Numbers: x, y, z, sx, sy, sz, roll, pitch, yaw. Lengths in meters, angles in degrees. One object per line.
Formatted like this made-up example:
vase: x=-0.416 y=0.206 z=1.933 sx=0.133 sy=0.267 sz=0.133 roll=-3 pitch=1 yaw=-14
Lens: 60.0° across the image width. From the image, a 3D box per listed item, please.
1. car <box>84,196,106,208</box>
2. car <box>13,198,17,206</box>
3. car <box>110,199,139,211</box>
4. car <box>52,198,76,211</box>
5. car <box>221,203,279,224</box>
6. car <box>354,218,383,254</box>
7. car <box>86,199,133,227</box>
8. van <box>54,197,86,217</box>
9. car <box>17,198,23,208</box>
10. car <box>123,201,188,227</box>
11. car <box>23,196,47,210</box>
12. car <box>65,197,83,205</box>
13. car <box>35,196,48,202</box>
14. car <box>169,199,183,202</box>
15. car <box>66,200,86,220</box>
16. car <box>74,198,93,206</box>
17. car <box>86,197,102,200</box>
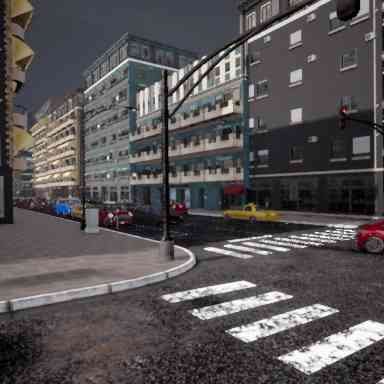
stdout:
car: x=-15.051 y=1.501 z=51.343 sx=1.967 sy=1.590 sz=4.097 roll=-1 pitch=1 yaw=-35
car: x=-31.511 y=1.782 z=59.998 sx=1.887 sy=1.381 sz=4.507 roll=-1 pitch=1 yaw=-35
car: x=-8.623 y=1.581 z=42.332 sx=2.008 sy=1.369 sz=4.403 roll=-1 pitch=1 yaw=-35
car: x=-17.053 y=1.637 z=44.263 sx=1.837 sy=1.490 sz=4.892 roll=-1 pitch=1 yaw=-35
car: x=4.129 y=1.497 z=24.446 sx=1.752 sy=1.417 sz=4.829 roll=-1 pitch=1 yaw=-35
car: x=8.332 y=1.561 z=12.345 sx=4.181 sy=1.385 sz=1.994 roll=-1 pitch=1 yaw=27
car: x=-5.809 y=1.552 z=23.949 sx=1.967 sy=1.590 sz=4.097 roll=-1 pitch=1 yaw=-35
van: x=-12.236 y=1.482 z=32.960 sx=1.690 sy=1.788 sz=3.998 roll=-1 pitch=1 yaw=-35
car: x=-25.085 y=1.769 z=50.986 sx=1.947 sy=1.339 sz=4.313 roll=-1 pitch=1 yaw=-35
car: x=-2.716 y=1.616 z=24.073 sx=2.033 sy=1.411 sz=5.357 roll=-1 pitch=0 yaw=-35
car: x=-21.874 y=1.627 z=46.479 sx=1.967 sy=1.590 sz=4.097 roll=-1 pitch=1 yaw=-35
car: x=-21.475 y=1.644 z=60.357 sx=2.008 sy=1.369 sz=4.403 roll=-1 pitch=1 yaw=-35
car: x=-37.540 y=1.727 z=82.887 sx=1.887 sy=1.381 sz=4.507 roll=-1 pitch=1 yaw=-35
car: x=-2.199 y=1.440 z=33.319 sx=1.967 sy=1.590 sz=4.097 roll=-1 pitch=1 yaw=-35
car: x=-8.922 y=1.651 z=28.317 sx=1.752 sy=1.417 sz=4.829 roll=-1 pitch=1 yaw=-35
car: x=-18.262 y=1.643 z=55.850 sx=1.947 sy=1.339 sz=4.313 roll=-1 pitch=1 yaw=-35
car: x=-9.861 y=1.604 z=34.103 sx=1.837 sy=1.490 sz=4.892 roll=-1 pitch=1 yaw=-35
